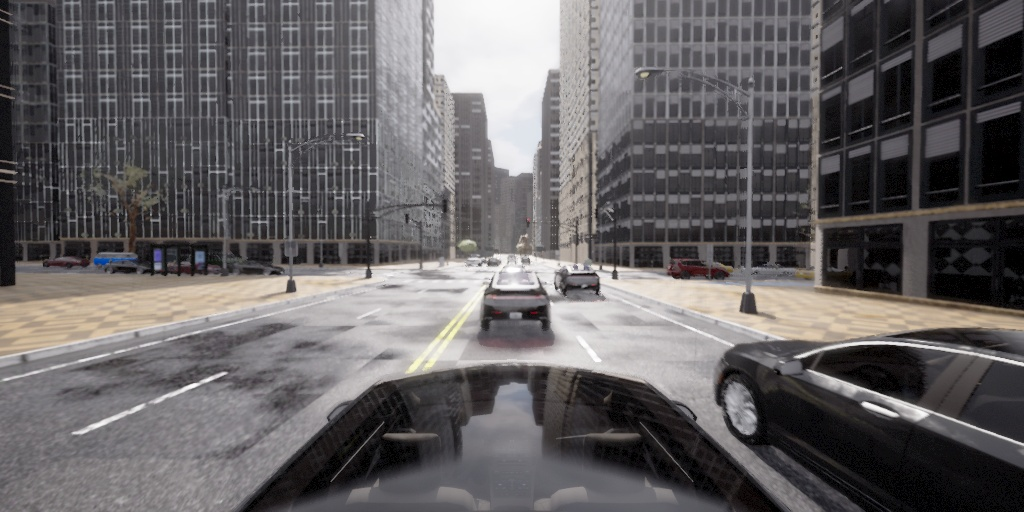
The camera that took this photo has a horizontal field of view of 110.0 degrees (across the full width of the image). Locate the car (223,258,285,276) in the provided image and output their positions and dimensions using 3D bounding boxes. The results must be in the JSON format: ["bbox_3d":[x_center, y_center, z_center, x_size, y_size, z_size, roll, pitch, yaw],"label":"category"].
[{"bbox_3d":[-22.741,1.095,32.056,4.313,1.339,1.948,0,0,1],"label":"car"}]

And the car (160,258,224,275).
[{"bbox_3d":[-28.425,1.059,32.187,4.207,1.307,1.802,0,0,1],"label":"car"}]

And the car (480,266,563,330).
[{"bbox_3d":[0.097,1.211,10.951,2.128,1.511,4.902,0,0,0],"label":"car"}]

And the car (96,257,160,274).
[{"bbox_3d":[-34.106,0.990,32.358,4.313,1.339,1.948,0,0,1],"label":"car"}]

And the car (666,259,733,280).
[{"bbox_3d":[16.184,1.190,31.541,5.009,1.841,2.192,0,0,1],"label":"car"}]

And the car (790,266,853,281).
[{"bbox_3d":[27.632,1.500,31.348,4.829,1.417,1.751,0,0,1],"label":"car"}]

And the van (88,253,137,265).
[{"bbox_3d":[-45.300,0.504,41.014,3.998,1.789,1.690,0,0,1],"label":"van"}]

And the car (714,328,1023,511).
[{"bbox_3d":[3.347,1.254,2.365,1.837,1.490,4.892,0,0,0],"label":"car"}]

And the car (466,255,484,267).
[{"bbox_3d":[-6.563,0.764,62.581,2.150,2.045,5.566,0,0,1],"label":"car"}]

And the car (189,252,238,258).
[{"bbox_3d":[-28.367,0.648,34.869,5.566,2.045,2.150,1,1,1],"label":"car"}]

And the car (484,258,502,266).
[{"bbox_3d":[-3.316,1.022,62.553,1.882,1.535,5.008,0,0,0],"label":"car"}]

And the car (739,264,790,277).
[{"bbox_3d":[26.292,1.456,37.147,4.718,1.301,1.895,0,1,1],"label":"car"}]

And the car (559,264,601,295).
[{"bbox_3d":[3.345,1.187,19.023,2.128,1.511,4.902,0,0,0],"label":"car"}]

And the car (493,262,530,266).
[{"bbox_3d":[0.095,1.238,20.684,2.033,1.411,5.357,0,0,0],"label":"car"}]
